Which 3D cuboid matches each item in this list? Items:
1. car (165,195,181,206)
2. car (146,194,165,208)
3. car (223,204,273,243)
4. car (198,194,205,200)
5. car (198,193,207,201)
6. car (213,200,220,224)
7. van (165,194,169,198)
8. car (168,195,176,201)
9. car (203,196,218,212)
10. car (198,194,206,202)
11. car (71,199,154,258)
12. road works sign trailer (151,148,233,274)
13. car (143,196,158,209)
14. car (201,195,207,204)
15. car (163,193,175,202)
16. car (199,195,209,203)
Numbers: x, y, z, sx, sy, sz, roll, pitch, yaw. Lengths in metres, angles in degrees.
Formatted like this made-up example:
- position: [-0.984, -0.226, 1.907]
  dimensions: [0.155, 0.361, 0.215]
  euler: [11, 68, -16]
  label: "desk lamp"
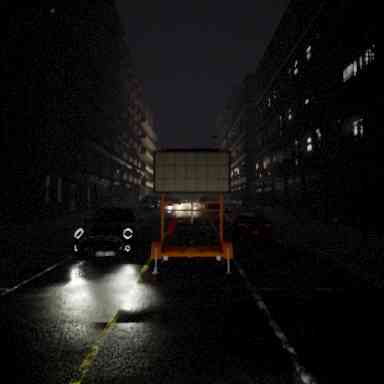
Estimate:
- position: [-2.817, 1.549, 53.835]
  dimensions: [1.895, 1.301, 4.718]
  euler: [0, 0, 0]
  label: "car"
- position: [-5.274, 1.263, 43.527]
  dimensions: [2.192, 1.841, 5.009]
  euler: [2, 0, 0]
  label: "car"
- position: [2.590, 1.514, 15.807]
  dimensions: [1.887, 1.381, 4.507]
  euler: [1, 0, 0]
  label: "car"
- position: [2.585, 1.446, 93.240]
  dimensions: [1.967, 1.590, 4.097]
  euler: [1, 0, 0]
  label: "car"
- position: [2.585, 1.297, 82.177]
  dimensions: [2.192, 1.841, 5.009]
  euler: [1, 0, 0]
  label: "car"
- position: [2.593, 1.487, 21.509]
  dimensions: [1.752, 1.417, 4.829]
  euler: [1, 0, 0]
  label: "car"
- position: [-5.271, 1.290, 54.586]
  dimensions: [1.690, 1.788, 3.998]
  euler: [2, 0, 0]
  label: "van"
- position: [-5.265, 1.559, 87.771]
  dimensions: [1.947, 1.339, 4.313]
  euler: [1, 0, 0]
  label: "car"
- position: [2.598, 1.495, 37.930]
  dimensions: [1.887, 1.381, 4.507]
  euler: [1, 0, 0]
  label: "car"
- position: [2.606, 1.498, 60.054]
  dimensions: [1.887, 1.381, 4.507]
  euler: [1, 0, 0]
  label: "car"
- position: [-2.843, 1.326, 12.554]
  dimensions: [2.097, 1.767, 4.553]
  euler: [0, 0, 0]
  label: "car"
- position: [0.001, 0.442, 10.473]
  dimensions: [2.380, 3.560, 2.880]
  euler: [0, 0, 0]
  label: "road works sign trailer"
- position: [-5.282, 1.476, 37.826]
  dimensions: [1.752, 1.417, 4.829]
  euler: [2, 0, 0]
  label: "car"
- position: [2.600, 1.499, 43.462]
  dimensions: [2.008, 1.369, 4.403]
  euler: [1, 0, 0]
  label: "car"
- position: [-5.263, 1.288, 76.709]
  dimensions: [2.192, 1.841, 5.009]
  euler: [1, 0, 0]
  label: "car"
- position: [2.620, 1.405, 71.115]
  dimensions: [1.967, 1.590, 4.097]
  euler: [1, 0, 0]
  label: "car"
